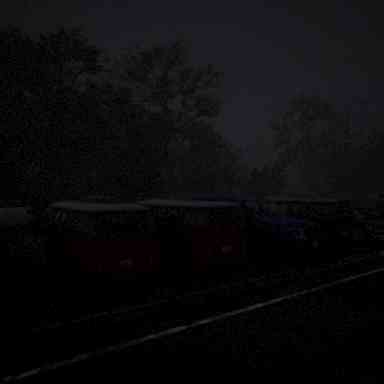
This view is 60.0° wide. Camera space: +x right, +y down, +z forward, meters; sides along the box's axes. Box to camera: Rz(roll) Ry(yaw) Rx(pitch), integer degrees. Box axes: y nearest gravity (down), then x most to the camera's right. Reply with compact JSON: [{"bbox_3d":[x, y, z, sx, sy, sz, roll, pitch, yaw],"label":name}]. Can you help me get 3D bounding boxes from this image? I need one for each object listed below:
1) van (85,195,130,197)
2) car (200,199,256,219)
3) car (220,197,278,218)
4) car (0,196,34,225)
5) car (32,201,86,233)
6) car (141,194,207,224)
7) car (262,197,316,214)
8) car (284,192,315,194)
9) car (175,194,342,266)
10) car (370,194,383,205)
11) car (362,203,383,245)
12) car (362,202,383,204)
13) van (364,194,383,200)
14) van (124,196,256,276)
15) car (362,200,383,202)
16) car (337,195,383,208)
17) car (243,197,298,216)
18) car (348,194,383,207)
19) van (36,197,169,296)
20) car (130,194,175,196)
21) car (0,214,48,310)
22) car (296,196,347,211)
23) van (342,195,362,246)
[{"bbox_3d":[-6.157,1.222,22.373,1.878,1.987,4.442,0,0,-36],"label":"van"},{"bbox_3d":[2.966,1.401,28.719,2.163,1.488,4.792,-1,0,-36],"label":"car"},{"bbox_3d":[5.096,1.338,30.506,1.946,1.575,5.366,-1,0,-36],"label":"car"},{"bbox_3d":[-10.621,1.225,19.072,2.435,2.045,5.566,0,0,-36],"label":"car"},{"bbox_3d":[-8.453,1.459,20.815,1.946,1.575,5.366,0,0,-36],"label":"car"},{"bbox_3d":[-1.557,1.163,25.485,2.435,2.045,5.566,-1,0,-36],"label":"car"},{"bbox_3d":[9.724,1.278,33.582,2.231,1.521,4.892,-1,1,-36],"label":"car"},{"bbox_3d":[11.991,0.989,35.176,2.435,2.045,5.566,-1,1,-36],"label":"car"},{"bbox_3d":[1.996,1.191,11.945,2.435,2.045,5.566,0,0,-36],"label":"car"},{"bbox_3d":[27.796,1.019,46.481,2.163,1.488,4.792,-1,1,-36],"label":"car"},{"bbox_3d":[6.539,1.409,15.237,2.231,1.521,4.892,-1,0,-36],"label":"car"},{"bbox_3d":[8.824,1.427,16.861,2.002,1.452,4.674,-1,0,-36],"label":"car"},{"bbox_3d":[13.316,1.105,20.220,1.878,1.987,4.442,-1,0,-36],"label":"van"},{"bbox_3d":[-0.369,1.231,10.432,1.878,1.987,4.442,0,0,-36],"label":"van"},{"bbox_3d":[11.089,1.392,18.520,2.163,1.488,4.792,-1,0,-36],"label":"car"},{"bbox_3d":[20.990,1.127,41.684,2.163,1.488,4.792,-1,1,-36],"label":"car"},{"bbox_3d":[7.465,1.310,31.967,2.097,1.535,5.008,-1,0,-36],"label":"car"},{"bbox_3d":[23.372,1.059,43.124,1.946,1.575,5.366,-1,1,-36],"label":"car"},{"bbox_3d":[-2.648,1.245,8.801,1.878,1.987,4.442,0,0,-36],"label":"van"},{"bbox_3d":[-3.848,1.182,23.916,2.435,2.045,5.566,0,0,-36],"label":"car"},{"bbox_3d":[-4.856,1.486,7.070,2.231,1.521,4.892,0,0,-36],"label":"car"},{"bbox_3d":[14.232,1.205,36.820,2.097,1.535,5.008,-1,1,-36],"label":"car"},{"bbox_3d":[4.190,1.202,13.693,1.878,1.987,4.442,-1,0,-36],"label":"van"}]
